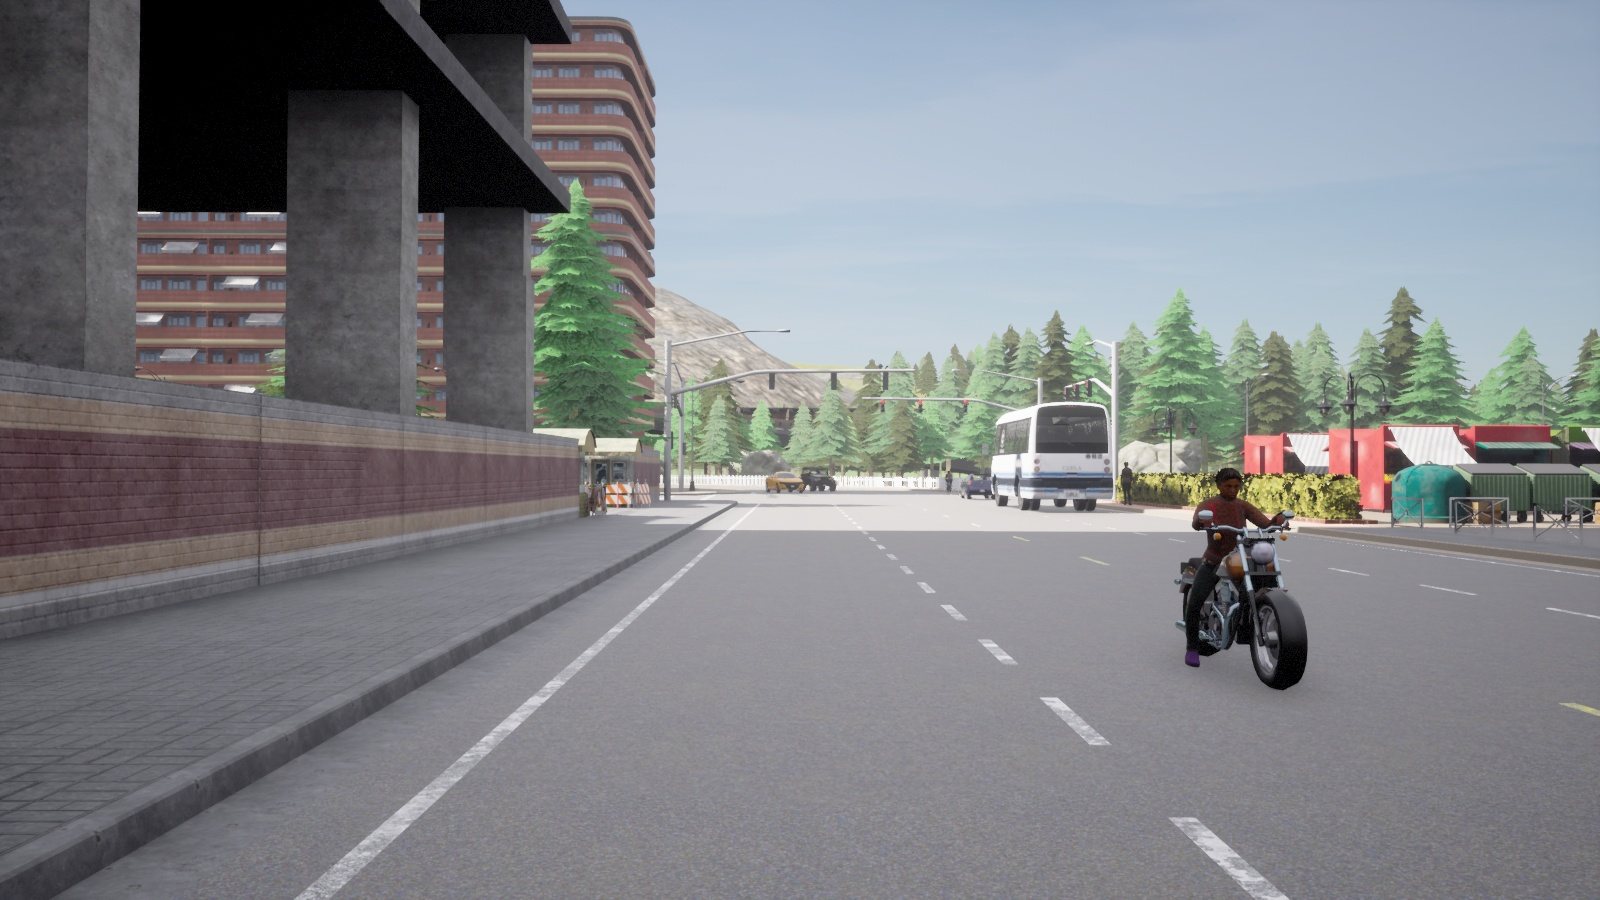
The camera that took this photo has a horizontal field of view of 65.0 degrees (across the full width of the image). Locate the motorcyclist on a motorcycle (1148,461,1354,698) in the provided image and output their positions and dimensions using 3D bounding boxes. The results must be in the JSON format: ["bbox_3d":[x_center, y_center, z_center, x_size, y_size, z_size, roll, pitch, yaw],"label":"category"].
[{"bbox_3d":[3.475,0.918,9.942,0.766,1.649,2.350,0,-1,0],"label":"motorcyclist on a motorcycle"}]

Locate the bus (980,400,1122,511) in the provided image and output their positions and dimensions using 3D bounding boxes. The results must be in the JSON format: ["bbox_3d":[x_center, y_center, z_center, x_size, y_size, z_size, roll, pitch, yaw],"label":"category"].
[{"bbox_3d":[10.362,0.289,53.272,3.944,4.253,10.273,0,-1,0],"label":"bus"}]

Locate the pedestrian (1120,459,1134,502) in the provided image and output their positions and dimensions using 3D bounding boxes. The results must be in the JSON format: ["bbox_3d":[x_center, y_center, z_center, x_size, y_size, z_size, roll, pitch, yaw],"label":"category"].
[{"bbox_3d":[13.823,1.303,53.119,0.328,1.805,0.869,0,-1,-2],"label":"pedestrian"}]

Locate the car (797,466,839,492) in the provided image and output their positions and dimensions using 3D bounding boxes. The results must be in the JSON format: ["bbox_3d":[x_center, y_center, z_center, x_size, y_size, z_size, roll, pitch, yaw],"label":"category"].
[{"bbox_3d":[1.323,2.183,94.198,1.905,1.878,3.866,0,-1,-19],"label":"car"}]

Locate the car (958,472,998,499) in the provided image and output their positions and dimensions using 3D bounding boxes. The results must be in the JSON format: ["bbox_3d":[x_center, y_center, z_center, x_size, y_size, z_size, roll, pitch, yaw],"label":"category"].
[{"bbox_3d":[10.318,2.051,73.010,1.845,1.501,3.633,0,-1,0],"label":"car"}]

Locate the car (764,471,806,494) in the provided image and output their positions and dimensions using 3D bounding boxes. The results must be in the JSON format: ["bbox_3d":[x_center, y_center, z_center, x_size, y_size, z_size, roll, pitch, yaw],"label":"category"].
[{"bbox_3d":[-1.119,2.303,89.900,1.882,1.535,5.008,0,-1,-15],"label":"car"}]
